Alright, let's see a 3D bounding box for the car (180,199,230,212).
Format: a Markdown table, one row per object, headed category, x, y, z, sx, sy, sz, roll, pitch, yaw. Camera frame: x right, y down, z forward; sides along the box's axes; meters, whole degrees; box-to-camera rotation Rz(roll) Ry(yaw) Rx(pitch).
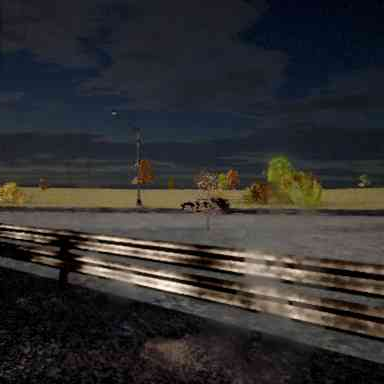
| category | x | y | z | sx | sy | sz | roll | pitch | yaw |
| --- | --- | --- | --- | --- | --- | --- | --- | --- | --- |
| car | 1.267 | 1.190 | 32.360 | 4.892 | 1.490 | 1.837 | 0 | 0 | 14 |
